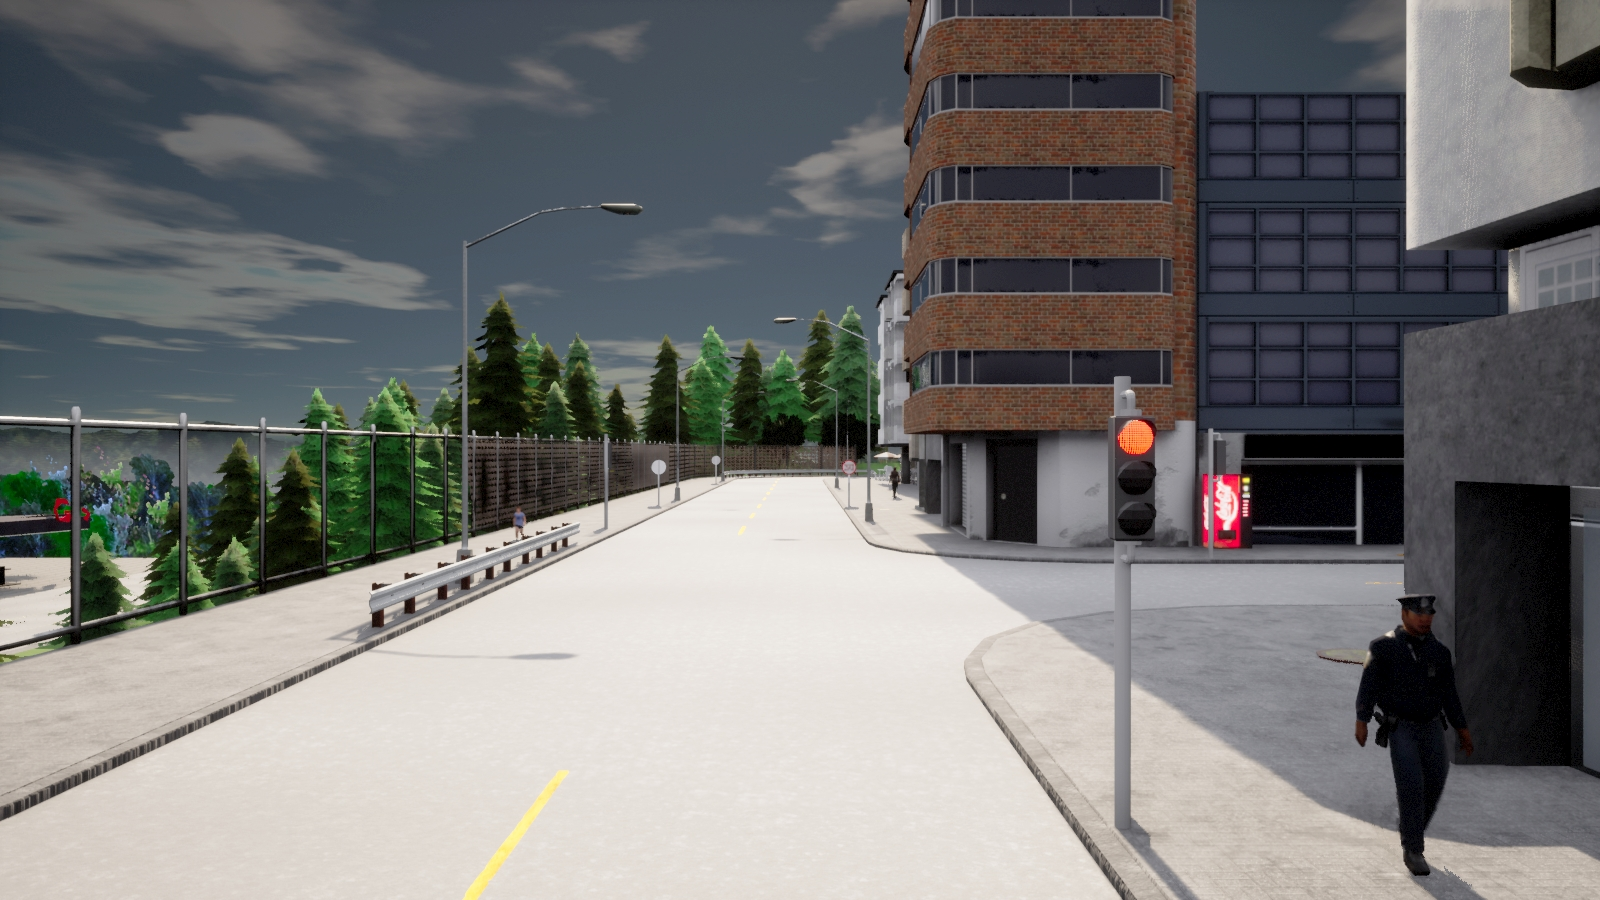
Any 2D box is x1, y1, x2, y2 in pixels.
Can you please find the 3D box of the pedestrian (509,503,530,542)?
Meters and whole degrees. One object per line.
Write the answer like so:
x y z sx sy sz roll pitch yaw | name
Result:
-8.152 2.112 33.198 0.500 1.100 0.500 0 0 0 | pedestrian

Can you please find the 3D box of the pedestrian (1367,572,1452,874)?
3.951 1.743 7.420 0.375 1.860 0.375 0 0 7 | pedestrian

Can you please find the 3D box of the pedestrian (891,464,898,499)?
5.195 1.720 62.569 0.375 1.860 0.375 0 0 3 | pedestrian
